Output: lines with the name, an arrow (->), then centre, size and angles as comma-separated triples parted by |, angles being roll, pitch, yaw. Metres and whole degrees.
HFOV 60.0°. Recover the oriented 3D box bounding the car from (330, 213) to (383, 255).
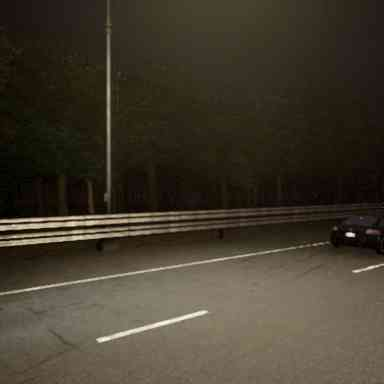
car -> 7.434, 1.534, 13.360 | 4.181, 1.385, 1.994 | 0, 0, -36
